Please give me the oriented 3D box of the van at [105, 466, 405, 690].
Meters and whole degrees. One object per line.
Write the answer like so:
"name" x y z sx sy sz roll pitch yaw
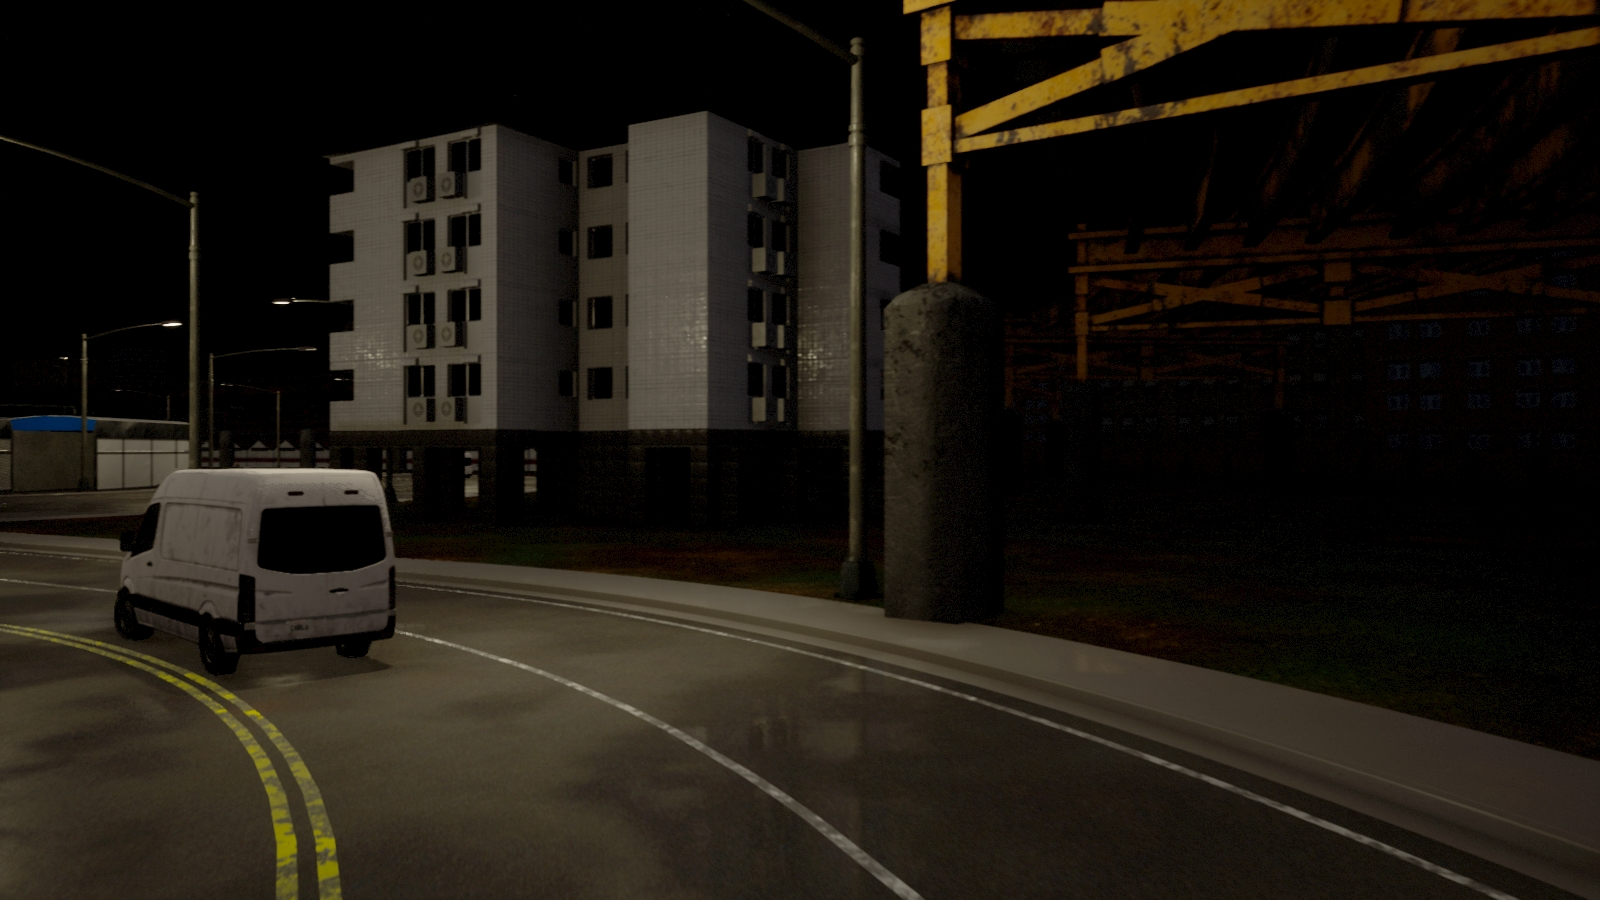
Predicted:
"van" -7.904 1.536 16.191 1.988 2.561 5.915 1 0 -45
